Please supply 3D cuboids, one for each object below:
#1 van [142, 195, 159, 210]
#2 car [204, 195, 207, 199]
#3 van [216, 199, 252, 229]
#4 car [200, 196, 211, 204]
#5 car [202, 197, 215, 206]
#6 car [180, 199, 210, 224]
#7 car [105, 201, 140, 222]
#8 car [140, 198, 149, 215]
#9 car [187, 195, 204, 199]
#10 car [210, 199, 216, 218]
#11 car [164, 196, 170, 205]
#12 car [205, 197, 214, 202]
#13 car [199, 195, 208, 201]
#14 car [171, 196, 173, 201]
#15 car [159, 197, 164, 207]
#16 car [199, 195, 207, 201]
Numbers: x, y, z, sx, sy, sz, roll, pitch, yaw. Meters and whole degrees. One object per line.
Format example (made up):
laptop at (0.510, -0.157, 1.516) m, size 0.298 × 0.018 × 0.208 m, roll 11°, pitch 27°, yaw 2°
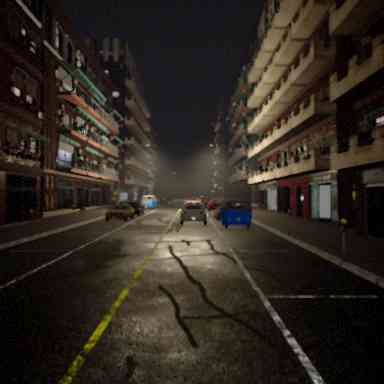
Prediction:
van at (-5.658, 1.332, 43.497) m, size 1.690 × 1.788 × 3.998 m, roll 1°, pitch 0°, yaw 0°
car at (2.689, 1.555, 49.025) m, size 1.947 × 1.339 × 4.313 m, roll 1°, pitch 0°, yaw 0°
van at (2.716, 1.336, 21.169) m, size 1.690 × 1.788 × 3.998 m, roll 1°, pitch 0°, yaw 0°
car at (2.697, 1.537, 65.738) m, size 2.008 × 1.369 × 4.403 m, roll 1°, pitch 0°, yaw 0°
car at (2.692, 1.570, 54.596) m, size 1.802 × 1.307 × 4.206 m, roll 1°, pitch 0°, yaw 0°
car at (0.111, 1.520, 24.378) m, size 1.812 × 1.442 × 4.674 m, roll 0°, pitch 0°, yaw 0°
car at (-5.667, 1.520, 26.613) m, size 1.752 × 1.417 × 4.829 m, roll 1°, pitch 0°, yaw 0°
car at (-5.666, 1.559, 32.355) m, size 1.947 × 1.339 × 4.313 m, roll 1°, pitch 0°, yaw 0°
car at (0.119, 1.344, 42.087) m, size 2.097 × 1.767 × 4.553 m, roll 0°, pitch 0°, yaw 0°
car at (2.720, 1.519, 26.910) m, size 1.752 × 1.417 × 4.829 m, roll 1°, pitch 0°, yaw 0°
car at (-5.653, 1.539, 60.211) m, size 2.008 × 1.369 × 4.403 m, roll 1°, pitch 0°, yaw 0°
car at (2.697, 1.536, 37.882) m, size 1.887 × 1.381 × 4.507 m, roll 1°, pitch 0°, yaw 0°
car at (2.874, 1.534, 82.452) m, size 2.008 × 1.369 × 4.403 m, roll 1°, pitch 0°, yaw 0°
car at (-5.732, 1.566, 82.898) m, size 1.802 × 1.307 × 4.206 m, roll 1°, pitch 0°, yaw 0°
car at (-5.658, 1.541, 49.067) m, size 2.008 × 1.369 × 4.403 m, roll 1°, pitch 0°, yaw 0°
car at (2.877, 1.533, 88.022) m, size 2.008 × 1.369 × 4.403 m, roll 1°, pitch 0°, yaw 0°
